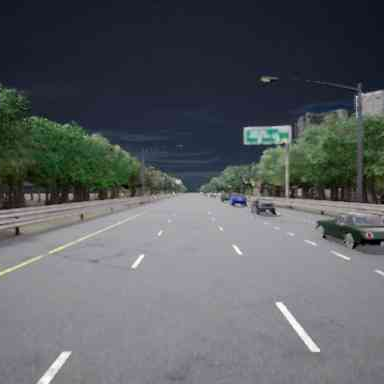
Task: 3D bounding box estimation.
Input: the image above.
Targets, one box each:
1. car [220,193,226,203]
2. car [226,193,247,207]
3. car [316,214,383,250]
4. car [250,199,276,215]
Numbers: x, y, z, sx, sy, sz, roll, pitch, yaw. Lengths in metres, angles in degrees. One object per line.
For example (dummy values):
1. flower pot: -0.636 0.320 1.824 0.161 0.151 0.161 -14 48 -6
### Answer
1. car: 7.186 1.164 69.661 2.150 2.045 5.566 0 0 0
2. car: 7.123 1.200 51.807 2.150 2.045 5.566 0 0 0
3. car: 7.009 1.599 14.296 1.895 1.301 4.718 0 0 0
4. car: 7.058 1.487 33.346 1.837 1.490 4.892 0 0 0
